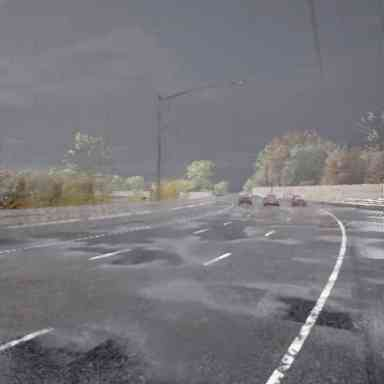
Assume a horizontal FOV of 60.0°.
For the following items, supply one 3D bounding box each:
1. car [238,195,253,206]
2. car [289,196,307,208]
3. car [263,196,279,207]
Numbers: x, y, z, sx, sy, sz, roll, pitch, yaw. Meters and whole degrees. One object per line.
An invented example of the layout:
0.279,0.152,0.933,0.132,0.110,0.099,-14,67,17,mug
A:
7.665,1.190,47.685,1.837,1.490,4.892,1,-1,9,car
14.258,1.285,44.676,1.812,1.442,4.674,1,0,10,car
10.970,1.285,46.322,1.994,1.385,4.181,0,0,9,car
